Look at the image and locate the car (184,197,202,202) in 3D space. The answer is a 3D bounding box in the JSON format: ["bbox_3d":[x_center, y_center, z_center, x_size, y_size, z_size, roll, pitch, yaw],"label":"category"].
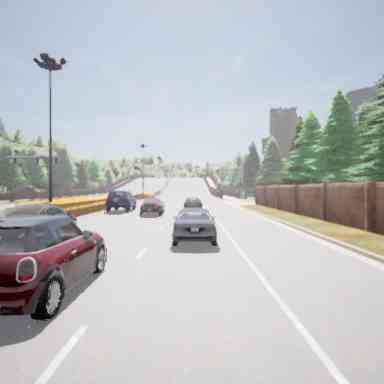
[{"bbox_3d":[0.112,1.190,35.183,1.994,1.385,4.181,0,0,0],"label":"car"}]

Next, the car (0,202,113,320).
[{"bbox_3d":[-3.397,1.273,7.310,2.097,1.767,4.553,0,1,0],"label":"car"}]

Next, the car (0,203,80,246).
[{"bbox_3d":[-6.896,1.340,15.333,1.837,1.490,4.892,0,0,0],"label":"car"}]

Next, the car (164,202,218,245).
[{"bbox_3d":[0.103,1.392,14.593,2.033,1.411,5.357,0,1,0],"label":"car"}]

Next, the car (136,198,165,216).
[{"bbox_3d":[-3.391,1.219,28.873,1.812,1.442,4.674,0,0,0],"label":"car"}]

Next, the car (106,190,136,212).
[{"bbox_3d":[-6.889,0.870,32.732,2.150,2.045,5.566,0,0,0],"label":"car"}]
